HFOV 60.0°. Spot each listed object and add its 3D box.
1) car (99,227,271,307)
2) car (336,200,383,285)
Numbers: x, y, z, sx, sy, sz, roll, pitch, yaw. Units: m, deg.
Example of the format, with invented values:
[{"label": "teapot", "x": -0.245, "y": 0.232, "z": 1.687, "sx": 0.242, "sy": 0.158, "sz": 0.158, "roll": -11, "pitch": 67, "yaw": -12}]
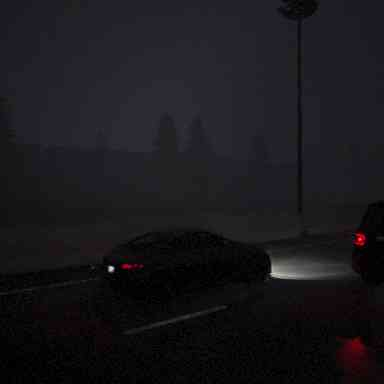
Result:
[{"label": "car", "x": -0.045, "y": 1.548, "z": 8.012, "sx": 4.181, "sy": 1.385, "sz": 1.994, "roll": 0, "pitch": 0, "yaw": -35}, {"label": "car", "x": 6.150, "y": 1.188, "z": 8.130, "sx": 5.566, "sy": 2.045, "sz": 2.150, "roll": 0, "pitch": 0, "yaw": -35}]
